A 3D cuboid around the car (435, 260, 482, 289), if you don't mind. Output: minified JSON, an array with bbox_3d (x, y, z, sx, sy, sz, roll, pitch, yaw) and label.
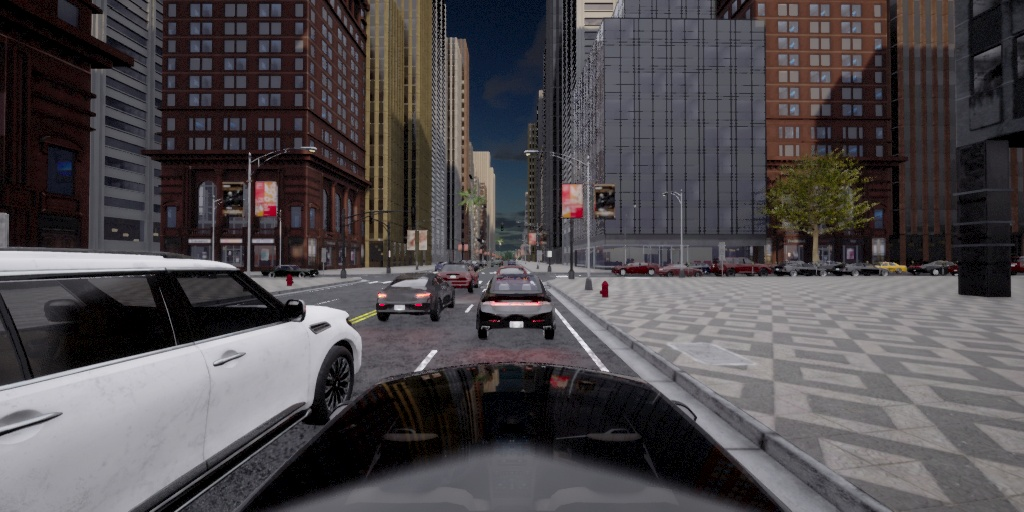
[{"bbox_3d":[-3.162,1.141,21.346,2.097,1.767,4.553,0,0,0],"label":"car"}]

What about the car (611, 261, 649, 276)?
[{"bbox_3d":[13.243,1.297,38.675,5.008,1.535,1.882,0,-1,-2],"label":"car"}]

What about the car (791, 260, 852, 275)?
[{"bbox_3d":[33.570,1.249,38.984,4.902,1.511,2.128,0,-1,-1],"label":"car"}]

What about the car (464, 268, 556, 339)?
[{"bbox_3d":[0.093,1.248,10.056,2.128,1.511,4.902,0,0,0],"label":"car"}]

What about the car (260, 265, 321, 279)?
[{"bbox_3d":[-21.477,1.523,34.923,4.718,1.301,1.895,0,-1,0],"label":"car"}]

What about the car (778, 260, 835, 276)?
[{"bbox_3d":[26.571,1.274,33.105,4.313,1.339,1.948,0,0,-1],"label":"car"}]

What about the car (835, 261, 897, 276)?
[{"bbox_3d":[32.208,1.258,33.196,4.313,1.339,1.948,0,0,-1],"label":"car"}]

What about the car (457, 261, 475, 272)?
[{"bbox_3d":[-6.630,1.462,52.178,2.128,1.511,4.902,0,0,0],"label":"car"}]

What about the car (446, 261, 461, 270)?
[{"bbox_3d":[-9.866,1.557,60.823,1.812,1.442,4.674,0,0,0],"label":"car"}]

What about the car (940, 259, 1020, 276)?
[{"bbox_3d":[43.484,1.211,33.379,4.507,1.381,1.888,0,0,-1],"label":"car"}]

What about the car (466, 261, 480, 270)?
[{"bbox_3d":[-6.616,1.560,61.278,1.812,1.442,4.674,0,0,0],"label":"car"}]

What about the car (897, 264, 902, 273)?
[{"bbox_3d":[43.182,1.293,41.900,4.829,1.417,1.751,0,0,-1],"label":"car"}]

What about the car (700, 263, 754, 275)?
[{"bbox_3d":[23.160,1.387,38.822,4.718,1.301,1.895,0,-1,-1],"label":"car"}]

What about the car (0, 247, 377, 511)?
[{"bbox_3d":[-3.155,0.972,2.587,2.150,2.045,5.566,0,0,0],"label":"car"}]

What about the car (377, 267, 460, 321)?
[{"bbox_3d":[-3.157,1.288,12.366,1.812,1.442,4.674,0,0,0],"label":"car"}]

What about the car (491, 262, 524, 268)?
[{"bbox_3d":[-0.012,1.260,19.556,1.882,1.535,5.008,0,0,0],"label":"car"}]

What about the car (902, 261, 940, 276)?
[{"bbox_3d":[42.832,1.204,35.994,4.892,1.490,1.837,0,-1,-1],"label":"car"}]

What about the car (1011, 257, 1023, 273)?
[{"bbox_3d":[49.123,0.970,33.470,5.009,1.841,2.192,0,0,-1],"label":"car"}]

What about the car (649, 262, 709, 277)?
[{"bbox_3d":[15.296,1.326,32.922,4.207,1.307,1.802,0,0,-1],"label":"car"}]

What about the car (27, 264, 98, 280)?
[{"bbox_3d":[-43.692,1.551,34.937,4.674,1.442,1.812,0,-1,0],"label":"car"}]

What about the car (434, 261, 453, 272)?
[{"bbox_3d":[-9.871,1.495,51.901,1.812,1.442,4.674,0,0,0],"label":"car"}]

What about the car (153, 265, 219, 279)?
[{"bbox_3d":[-31.642,1.570,34.926,4.718,1.301,1.895,0,-1,0],"label":"car"}]

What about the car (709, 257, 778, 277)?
[{"bbox_3d":[20.934,1.039,33.014,5.009,1.841,2.192,0,0,-1],"label":"car"}]
